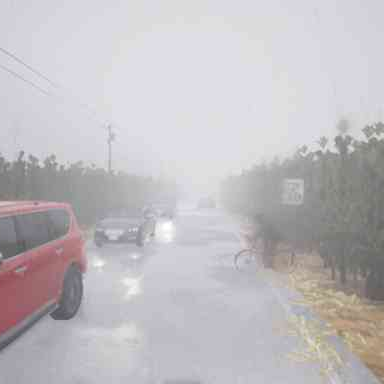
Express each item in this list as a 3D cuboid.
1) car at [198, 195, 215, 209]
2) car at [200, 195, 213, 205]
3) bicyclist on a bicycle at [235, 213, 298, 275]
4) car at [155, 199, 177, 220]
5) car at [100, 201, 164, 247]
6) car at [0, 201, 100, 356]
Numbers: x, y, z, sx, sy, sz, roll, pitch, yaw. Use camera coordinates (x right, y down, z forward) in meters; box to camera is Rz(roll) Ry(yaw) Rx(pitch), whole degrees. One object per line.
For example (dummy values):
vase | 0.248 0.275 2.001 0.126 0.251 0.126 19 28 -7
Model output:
car | 1.737 1.264 39.121 1.994 1.385 4.181 0 0 2
car | 2.204 1.142 50.136 1.812 1.442 4.674 0 0 2
bicyclist on a bicycle | 1.949 1.387 8.756 1.656 1.620 0.582 0 0 2
car | -2.221 1.288 26.028 2.128 1.511 4.902 0 0 3
car | -2.738 1.375 14.501 2.128 1.511 4.902 0 0 2
car | -3.196 1.184 4.351 2.150 2.045 5.566 0 0 2
